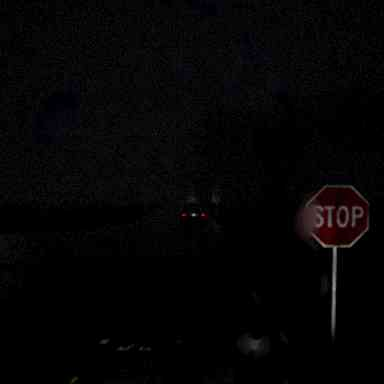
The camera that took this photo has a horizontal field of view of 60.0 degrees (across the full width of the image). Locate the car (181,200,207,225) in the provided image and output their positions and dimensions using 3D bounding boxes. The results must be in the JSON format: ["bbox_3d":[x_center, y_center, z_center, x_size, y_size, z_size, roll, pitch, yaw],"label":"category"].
[{"bbox_3d":[0.135,1.578,24.501,2.033,1.411,5.357,0,0,0],"label":"car"}]

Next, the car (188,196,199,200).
[{"bbox_3d":[0.097,1.811,61.444,1.895,1.301,4.718,0,0,0],"label":"car"}]

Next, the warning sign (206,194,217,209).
[{"bbox_3d":[2.563,1.219,44.703,1.300,1.860,1.060,3,2,0],"label":"warning sign"}]

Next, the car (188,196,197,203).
[{"bbox_3d":[0.112,1.600,71.436,1.882,1.535,5.008,0,0,0],"label":"car"}]
